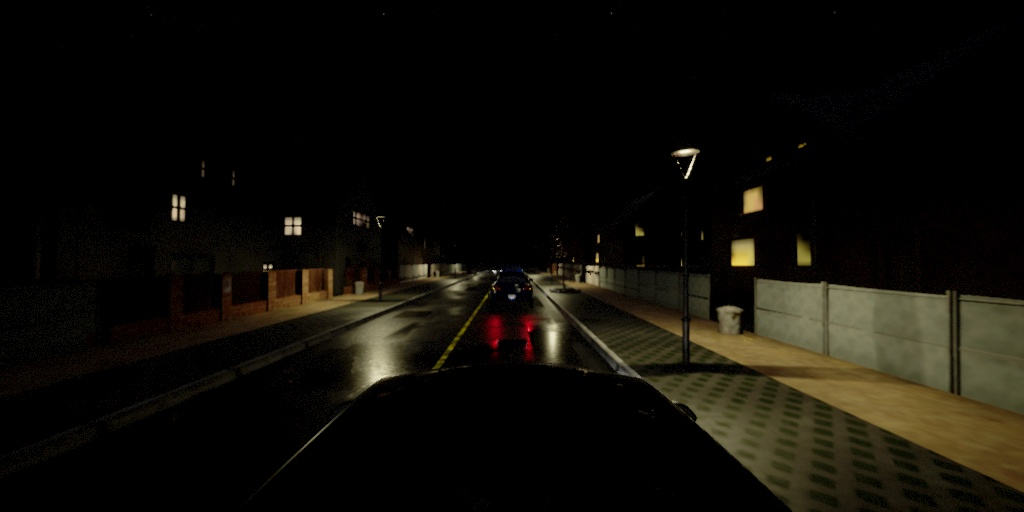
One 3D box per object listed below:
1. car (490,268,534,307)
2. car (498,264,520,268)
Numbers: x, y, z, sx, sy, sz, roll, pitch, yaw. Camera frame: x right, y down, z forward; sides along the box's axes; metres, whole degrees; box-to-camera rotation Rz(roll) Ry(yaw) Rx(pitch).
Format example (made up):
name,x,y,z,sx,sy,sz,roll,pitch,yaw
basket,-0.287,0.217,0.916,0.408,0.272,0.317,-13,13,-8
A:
name,x,y,z,sx,sy,sz,roll,pitch,yaw
car,0.004,1.432,16.262,1.812,1.442,4.674,0,0,0
car,0.003,1.573,31.342,1.882,1.535,5.008,0,0,0
